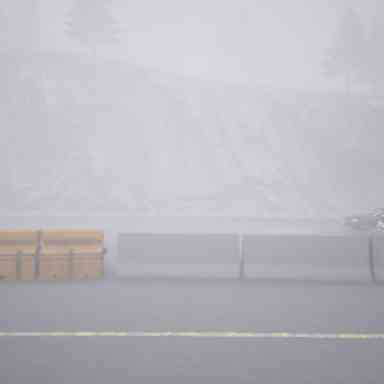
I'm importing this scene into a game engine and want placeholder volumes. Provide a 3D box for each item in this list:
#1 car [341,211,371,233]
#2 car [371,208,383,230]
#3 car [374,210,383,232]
[{"bbox_3d":[11.934,1.746,20.669,4.902,1.511,2.128,0,0,4],"label":"car"},{"bbox_3d":[12.732,1.454,17.142,5.566,2.045,2.150,0,-1,5],"label":"car"},{"bbox_3d":[10.689,1.681,13.752,4.902,1.511,2.128,0,0,4],"label":"car"}]
